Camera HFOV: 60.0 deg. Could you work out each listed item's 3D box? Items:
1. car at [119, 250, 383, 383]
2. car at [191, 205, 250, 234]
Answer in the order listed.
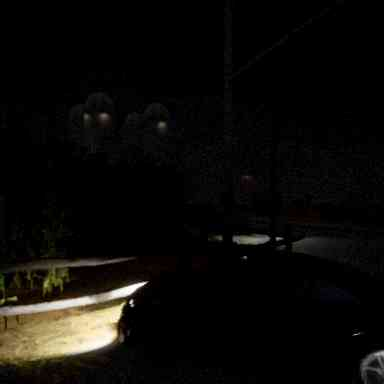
[{"bbox_3d":[1.065,1.594,4.848,4.181,1.385,1.994,-1,0,20],"label":"car"},{"bbox_3d":[1.376,1.568,20.369,1.882,1.535,5.008,0,0,-35],"label":"car"}]
